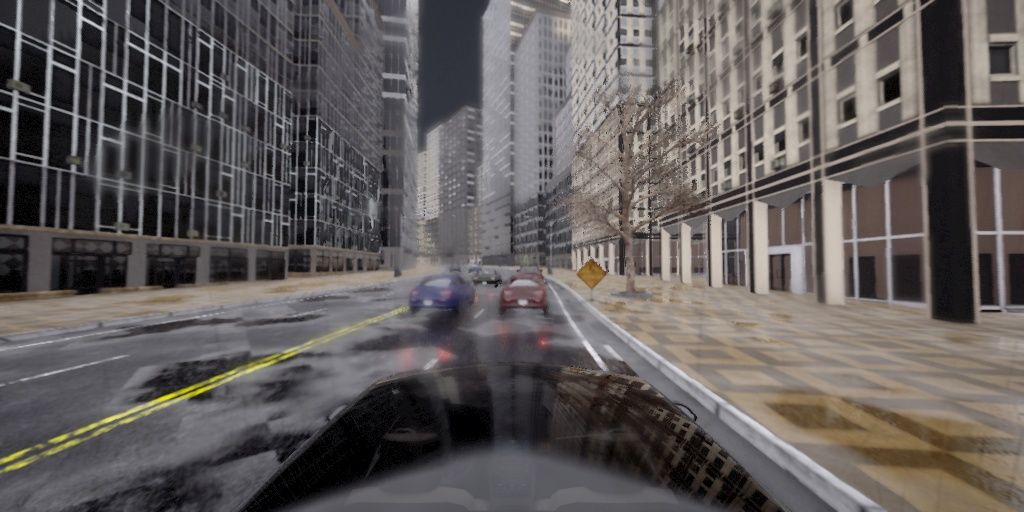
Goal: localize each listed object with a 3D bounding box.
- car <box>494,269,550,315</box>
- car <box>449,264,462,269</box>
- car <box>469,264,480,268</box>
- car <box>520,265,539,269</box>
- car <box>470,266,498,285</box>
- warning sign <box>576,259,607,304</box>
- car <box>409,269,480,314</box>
[{"bbox_3d":[0.556,1.446,14.511,1.812,1.442,4.674,0,-1,4],"label":"car"},{"bbox_3d":[-9.263,2.016,59.070,1.837,1.490,4.892,0,0,-5],"label":"car"},{"bbox_3d":[-5.941,2.037,58.291,1.812,1.442,4.674,0,-1,-4],"label":"car"},{"bbox_3d":[1.384,1.470,28.640,2.097,1.767,4.553,0,-1,2],"label":"car"},{"bbox_3d":[-1.880,1.713,28.240,1.895,1.301,4.718,0,-1,3],"label":"car"},{"bbox_3d":[3.364,1.042,15.034,1.300,1.860,1.060,0,0,4],"label":"warning sign"},{"bbox_3d":[-2.701,1.448,14.556,1.812,1.442,4.674,0,-1,4],"label":"car"}]
